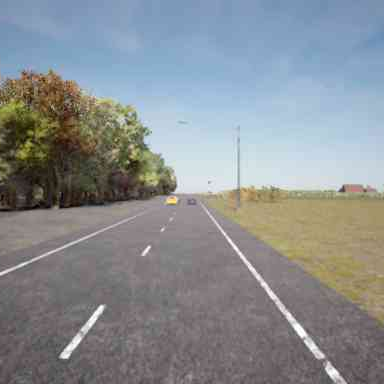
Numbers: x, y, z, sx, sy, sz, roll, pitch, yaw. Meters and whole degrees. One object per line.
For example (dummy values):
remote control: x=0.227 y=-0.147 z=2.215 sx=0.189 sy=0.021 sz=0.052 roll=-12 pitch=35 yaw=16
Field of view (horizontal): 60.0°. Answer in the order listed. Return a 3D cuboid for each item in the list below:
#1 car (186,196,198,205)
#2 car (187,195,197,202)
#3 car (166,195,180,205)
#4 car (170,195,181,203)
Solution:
car: x=0.007 y=1.502 z=59.565 sx=2.128 sy=1.511 sz=4.902 roll=0 pitch=0 yaw=0
car: x=0.007 y=1.434 z=69.604 sx=1.994 sy=1.385 sz=4.181 roll=0 pitch=0 yaw=0
car: x=-3.492 y=1.488 z=59.181 sx=1.882 sy=1.535 sz=5.008 roll=0 pitch=0 yaw=0
car: x=-3.492 y=1.421 z=69.606 sx=2.033 sy=1.411 sz=5.357 roll=0 pitch=0 yaw=0
